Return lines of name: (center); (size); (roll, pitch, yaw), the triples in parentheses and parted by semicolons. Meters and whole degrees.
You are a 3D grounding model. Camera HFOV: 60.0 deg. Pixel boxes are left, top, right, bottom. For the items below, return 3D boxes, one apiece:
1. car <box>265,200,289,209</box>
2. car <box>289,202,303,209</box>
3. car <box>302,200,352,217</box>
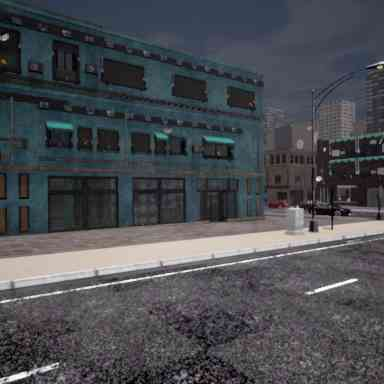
car: (12.903, 1.900, 50.161); (1.802, 1.307, 4.206); (-2, 0, -35)
car: (16.096, 1.805, 45.640); (2.008, 1.369, 4.403); (-2, 0, -35)
car: (13.966, 1.810, 33.920); (1.947, 1.339, 4.313); (-1, 0, -35)
